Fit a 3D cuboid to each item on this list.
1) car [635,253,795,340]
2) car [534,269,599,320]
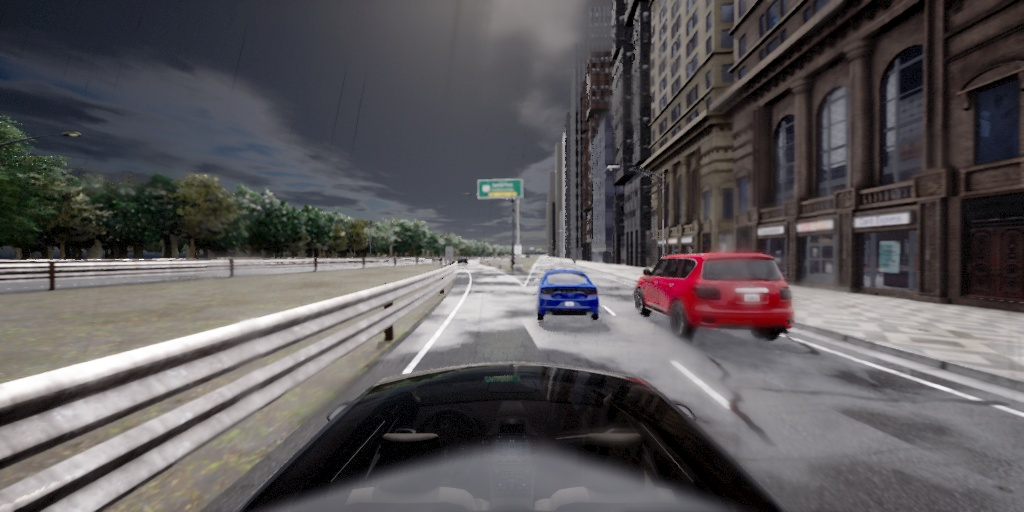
[{"bbox_3d":[5.134,0.946,10.029,2.150,2.045,5.566,0,0,4],"label":"car"},{"bbox_3d":[1.831,1.209,12.689,1.882,1.535,5.008,0,0,4],"label":"car"}]
